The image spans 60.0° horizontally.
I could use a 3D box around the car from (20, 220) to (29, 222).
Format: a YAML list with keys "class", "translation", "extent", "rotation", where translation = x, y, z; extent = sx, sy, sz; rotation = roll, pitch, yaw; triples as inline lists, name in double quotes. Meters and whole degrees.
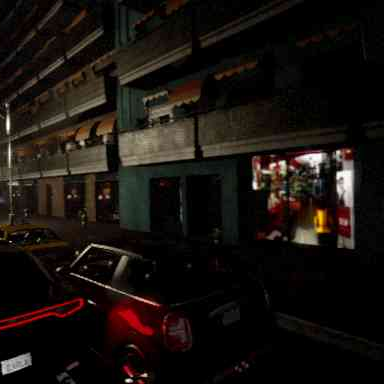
- class: "car"
  translation: [-4.845, 1.465, 9.260]
  extent: [1.752, 1.417, 4.829]
  rotation: [-2, 1, -43]

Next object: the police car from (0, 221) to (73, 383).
- class: "police car"
  translation: [-3.442, 1.407, 4.955]
  extent: [1.930, 1.638, 5.238]
  rotation: [-2, 1, -44]

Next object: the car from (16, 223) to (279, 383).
- class: "car"
  translation: [-0.890, 1.361, 4.973]
  extent: [1.967, 1.590, 4.097]
  rotation: [-2, 1, -43]
